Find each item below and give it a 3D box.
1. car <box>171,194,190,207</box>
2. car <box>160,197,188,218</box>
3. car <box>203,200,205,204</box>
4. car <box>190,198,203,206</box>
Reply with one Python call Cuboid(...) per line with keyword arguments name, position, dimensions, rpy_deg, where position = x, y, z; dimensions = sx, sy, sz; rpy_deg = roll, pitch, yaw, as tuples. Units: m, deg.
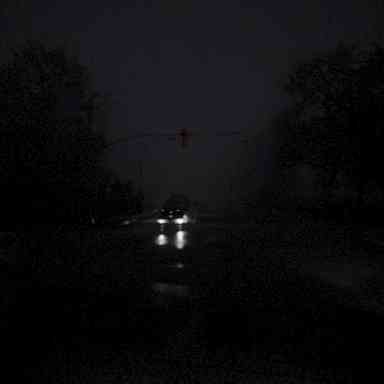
Cuboid(name="car", position=(-1.634, 1.217, 39.063), dimensions=(2.150, 2.045, 5.566), rpy_deg=(0, -1, -2))
Cuboid(name="car", position=(-1.629, 1.417, 29.103), dimensions=(1.837, 1.490, 4.892), rpy_deg=(0, 0, 1))
Cuboid(name="car", position=(0.982, 1.951, 68.806), dimensions=(2.033, 1.411, 5.357), rpy_deg=(-1, -1, -18))
Cuboid(name="car", position=(-0.162, 1.763, 59.157), dimensions=(1.882, 1.535, 5.008), rpy_deg=(-1, -1, -14))
